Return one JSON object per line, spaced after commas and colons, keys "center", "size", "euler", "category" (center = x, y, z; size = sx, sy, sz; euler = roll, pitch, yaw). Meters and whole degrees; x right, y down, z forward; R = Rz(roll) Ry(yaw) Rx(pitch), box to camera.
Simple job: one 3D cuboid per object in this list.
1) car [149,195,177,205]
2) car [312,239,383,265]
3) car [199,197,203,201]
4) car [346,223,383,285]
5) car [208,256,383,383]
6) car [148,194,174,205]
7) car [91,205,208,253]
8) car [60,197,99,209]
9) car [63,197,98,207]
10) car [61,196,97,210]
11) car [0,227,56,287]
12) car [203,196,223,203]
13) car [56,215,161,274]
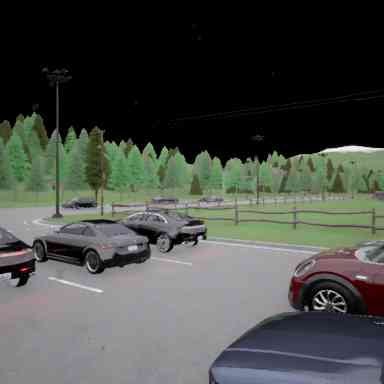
{"center": [-5.201, 1.477, 55.890], "size": [1.882, 1.535, 5.008], "euler": [0, 0, 37], "category": "car"}
{"center": [3.975, 1.352, 5.431], "size": [4.553, 1.767, 2.097], "euler": [0, 0, 36], "category": "car"}
{"center": [3.426, 1.530, 73.308], "size": [2.033, 1.411, 5.357], "euler": [0, 0, 36], "category": "car"}
{"center": [6.435, 1.601, 7.975], "size": [4.718, 1.301, 1.895], "euler": [0, 0, 36], "category": "car"}
{"center": [2.663, 1.548, 2.065], "size": [5.357, 1.411, 2.033], "euler": [0, 0, 36], "category": "car"}
{"center": [-5.668, 1.351, 61.118], "size": [2.097, 1.767, 4.553], "euler": [0, 0, 37], "category": "car"}
{"center": [-1.655, 1.491, 13.772], "size": [4.902, 1.511, 2.128], "euler": [0, 0, 36], "category": "car"}
{"center": [-15.944, 1.491, 47.225], "size": [2.128, 1.511, 4.902], "euler": [0, 0, 36], "category": "car"}
{"center": [-17.187, 1.504, 51.442], "size": [1.837, 1.490, 4.892], "euler": [0, 0, 36], "category": "car"}
{"center": [-14.599, 1.352, 43.107], "size": [2.097, 1.767, 4.553], "euler": [0, 0, 36], "category": "car"}
{"center": [-5.729, 1.491, 8.079], "size": [4.902, 1.511, 2.128], "euler": [0, 0, 36], "category": "car"}
{"center": [4.777, 1.525, 69.244], "size": [1.812, 1.442, 4.674], "euler": [0, 0, 36], "category": "car"}
{"center": [-3.299, 1.564, 10.638], "size": [4.181, 1.385, 1.994], "euler": [0, 0, 36], "category": "car"}
